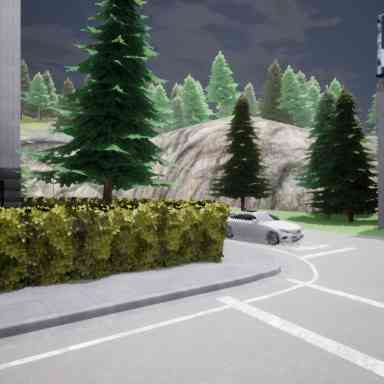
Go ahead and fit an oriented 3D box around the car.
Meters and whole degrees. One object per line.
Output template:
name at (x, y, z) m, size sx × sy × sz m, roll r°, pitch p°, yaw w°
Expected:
car at (3.353, 1.702, 16.818) m, size 1.812 × 1.442 × 4.674 m, roll 0°, pitch 0°, yaw -39°
